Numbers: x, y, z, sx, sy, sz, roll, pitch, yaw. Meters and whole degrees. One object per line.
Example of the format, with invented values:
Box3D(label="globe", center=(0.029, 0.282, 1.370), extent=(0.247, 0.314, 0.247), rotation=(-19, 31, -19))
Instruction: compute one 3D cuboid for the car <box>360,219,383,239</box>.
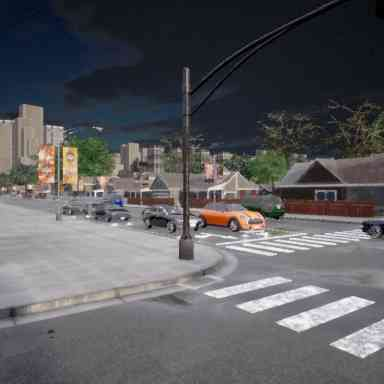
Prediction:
Box3D(label="car", center=(10.501, 1.627, 15.456), extent=(1.895, 1.301, 4.718), rotation=(0, 0, -35))

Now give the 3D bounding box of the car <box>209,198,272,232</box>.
Box3D(label="car", center=(2.397, 1.440, 20.935), extent=(2.097, 1.767, 4.553), rotation=(0, 0, -36))

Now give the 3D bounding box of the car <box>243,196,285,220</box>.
Box3D(label="car", center=(5.284, 1.334, 28.393), extent=(2.150, 2.045, 5.566), rotation=(0, 0, -35))

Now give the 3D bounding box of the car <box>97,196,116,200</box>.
Box3D(label="car", center=(-13.426, 1.786, 49.082), extent=(1.837, 1.490, 4.892), rotation=(0, 0, -35))

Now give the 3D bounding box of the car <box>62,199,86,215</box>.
Box3D(label="car", center=(-13.076, 1.730, 37.055), extent=(1.837, 1.490, 4.892), rotation=(0, 0, -35))

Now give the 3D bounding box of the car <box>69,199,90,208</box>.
Box3D(label="car", center=(-19.477, 1.887, 57.565), extent=(2.033, 1.411, 5.357), rotation=(0, 0, -34))

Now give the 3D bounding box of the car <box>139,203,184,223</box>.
Box3D(label="car", center=(-2.613, 1.706, 27.954), extent=(1.994, 1.385, 4.181), rotation=(0, 0, -34))

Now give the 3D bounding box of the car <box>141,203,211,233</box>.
Box3D(label="car", center=(-1.347, 1.592, 20.564), extent=(2.128, 1.511, 4.902), rotation=(0, 0, -35))

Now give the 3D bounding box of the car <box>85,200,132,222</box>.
Box3D(label="car", center=(-7.062, 1.710, 28.579), extent=(2.033, 1.411, 5.357), rotation=(0, 0, -36))

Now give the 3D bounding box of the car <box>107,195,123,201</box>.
Box3D(label="car", center=(-13.193, 1.526, 54.354), extent=(2.150, 2.045, 5.566), rotation=(0, 0, -36))
